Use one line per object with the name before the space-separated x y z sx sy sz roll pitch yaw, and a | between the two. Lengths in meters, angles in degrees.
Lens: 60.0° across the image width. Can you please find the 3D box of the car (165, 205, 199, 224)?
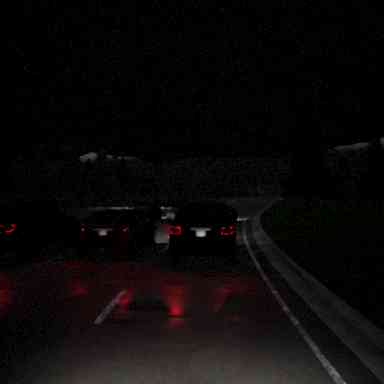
car | -0.750 1.858 28.464 1.895 1.301 4.718 0 -1 11

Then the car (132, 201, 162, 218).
car | -4.069 1.793 29.689 1.812 1.442 4.674 0 0 11

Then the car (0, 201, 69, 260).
car | -6.465 1.344 13.106 2.150 2.045 5.566 0 0 5

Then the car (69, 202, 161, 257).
car | -2.873 1.475 13.653 2.097 1.767 4.553 0 -1 6

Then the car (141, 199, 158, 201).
car | -7.397 2.089 62.690 1.812 1.442 4.674 0 -1 16

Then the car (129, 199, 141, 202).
car | -10.806 2.064 63.456 2.128 1.511 4.902 0 -1 16

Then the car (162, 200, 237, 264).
car | 0.512 1.339 12.529 2.150 2.045 5.566 0 0 5

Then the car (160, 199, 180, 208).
car | -3.996 2.103 61.852 2.033 1.411 5.357 0 -1 16

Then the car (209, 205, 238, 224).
car | 2.720 1.816 27.960 1.994 1.385 4.181 0 0 11
